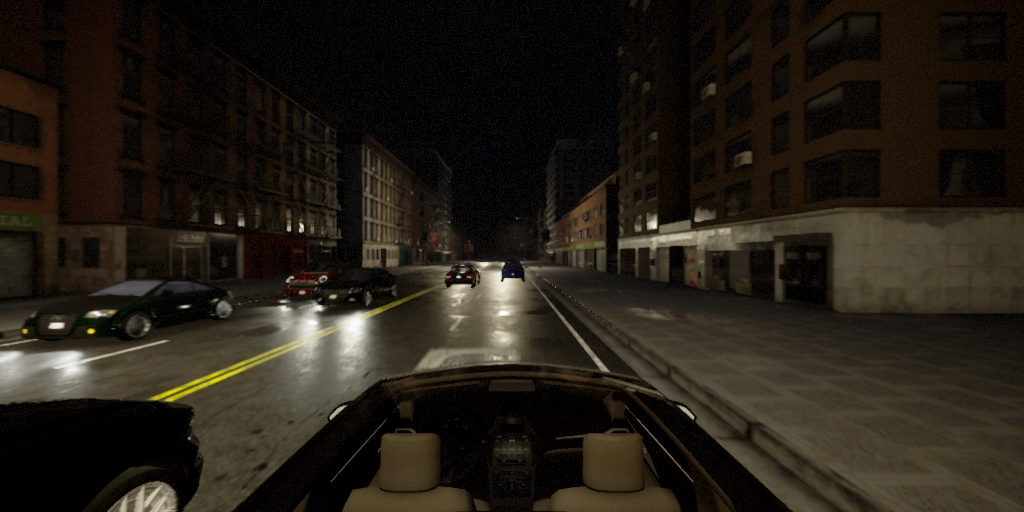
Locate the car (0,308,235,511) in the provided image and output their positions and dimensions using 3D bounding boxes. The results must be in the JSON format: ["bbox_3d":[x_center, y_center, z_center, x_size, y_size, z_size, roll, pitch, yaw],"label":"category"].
[{"bbox_3d":[-3.147,1.228,0.494,1.882,1.535,5.008,0,0,0],"label":"car"}]

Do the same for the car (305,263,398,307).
[{"bbox_3d":[-6.546,1.228,15.655,1.882,1.535,5.008,0,0,1],"label":"car"}]

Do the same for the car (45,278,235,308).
[{"bbox_3d":[-9.849,1.314,9.738,1.994,1.385,4.181,0,0,0],"label":"car"}]

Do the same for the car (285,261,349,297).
[{"bbox_3d":[-9.763,1.103,18.915,2.097,1.767,4.553,0,0,0],"label":"car"}]

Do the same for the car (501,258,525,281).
[{"bbox_3d":[0.075,1.228,29.839,1.882,1.535,5.008,0,0,0],"label":"car"}]

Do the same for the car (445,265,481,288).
[{"bbox_3d":[-3.168,1.298,23.810,2.033,1.411,5.357,0,0,0],"label":"car"}]
